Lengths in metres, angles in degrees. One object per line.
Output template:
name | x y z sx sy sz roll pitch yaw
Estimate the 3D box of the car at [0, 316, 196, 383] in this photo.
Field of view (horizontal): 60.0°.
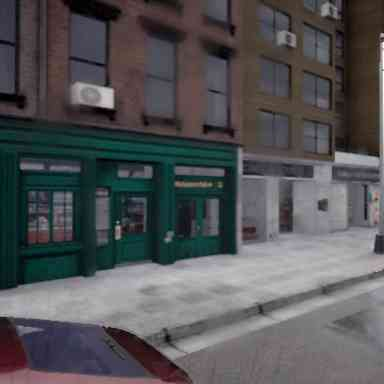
car | -1.886 1.565 1.726 4.181 1.385 1.994 0 0 -36
